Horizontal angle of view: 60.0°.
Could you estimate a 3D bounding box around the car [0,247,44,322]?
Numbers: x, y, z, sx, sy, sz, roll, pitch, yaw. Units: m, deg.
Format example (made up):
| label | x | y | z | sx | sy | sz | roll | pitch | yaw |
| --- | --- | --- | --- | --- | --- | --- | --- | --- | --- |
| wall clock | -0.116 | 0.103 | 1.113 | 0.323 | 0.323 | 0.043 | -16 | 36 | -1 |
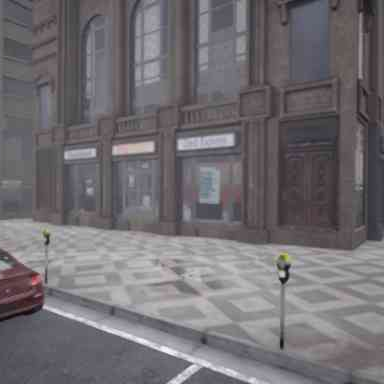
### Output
| label | x | y | z | sx | sy | sz | roll | pitch | yaw |
| --- | --- | --- | --- | --- | --- | --- | --- | --- | --- |
| car | -4.434 | 1.606 | 6.244 | 4.206 | 1.307 | 1.802 | 0 | 1 | 36 |
